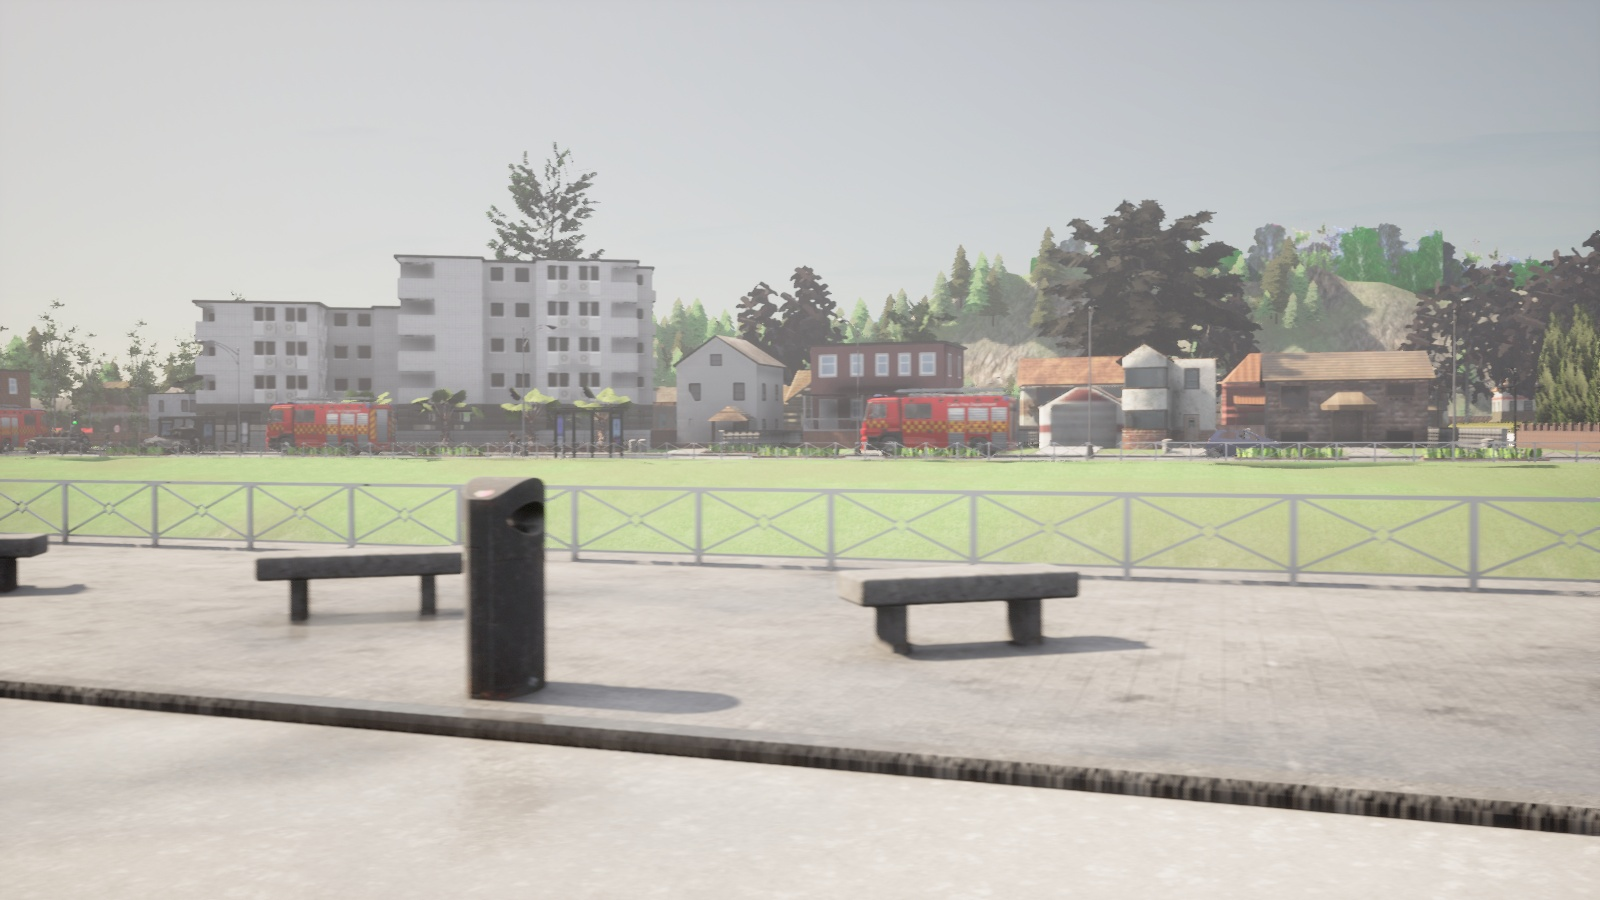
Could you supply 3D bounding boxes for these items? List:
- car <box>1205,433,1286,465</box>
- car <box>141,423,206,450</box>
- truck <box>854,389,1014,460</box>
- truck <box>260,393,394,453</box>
[{"bbox_3d":[21.780,-0.062,61.480,3.633,1.501,1.845,1,1,19],"label":"car"},{"bbox_3d":[-43.778,-0.948,87.767,3.866,1.878,1.905,1,1,19],"label":"car"},{"bbox_3d":[7.525,-1.439,70.482,8.468,3.827,2.891,1,1,19],"label":"truck"},{"bbox_3d":[-31.496,-1.794,83.619,8.468,3.827,2.891,1,1,19],"label":"truck"}]
